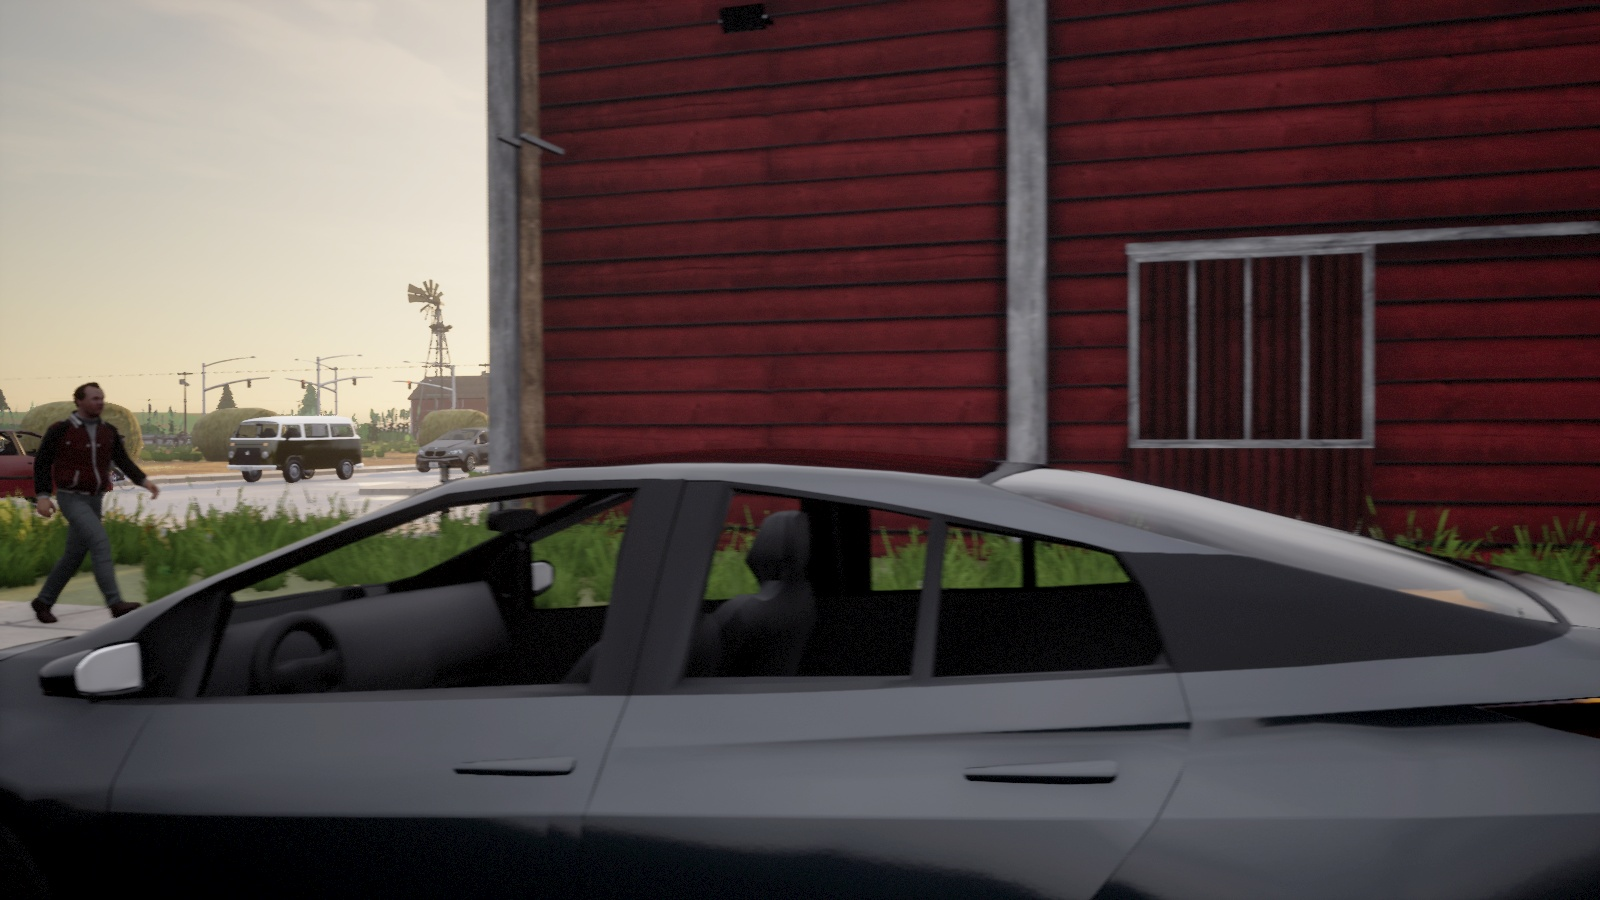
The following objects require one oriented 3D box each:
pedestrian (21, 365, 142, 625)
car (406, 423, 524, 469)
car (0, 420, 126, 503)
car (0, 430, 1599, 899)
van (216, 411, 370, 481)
[{"bbox_3d":[-5.285,0.314,9.243,0.720,1.854,0.376,1,1,18],"label":"pedestrian"},{"bbox_3d":[-12.783,-0.188,48.242,2.242,1.667,4.611,0,1,17],"label":"car"},{"bbox_3d":[-16.206,0.204,25.779,1.851,1.617,3.988,0,1,18],"label":"car"},{"bbox_3d":[-0.380,0.719,3.319,4.514,1.525,2.007,1,1,19],"label":"car"},{"bbox_3d":[-15.666,-0.162,39.097,2.069,2.038,4.480,1,1,17],"label":"van"}]
